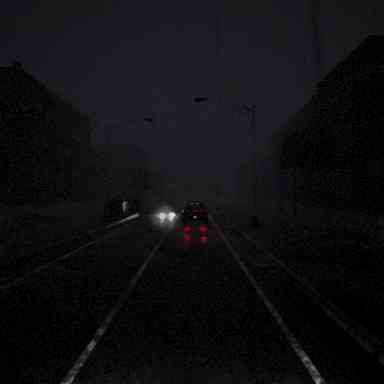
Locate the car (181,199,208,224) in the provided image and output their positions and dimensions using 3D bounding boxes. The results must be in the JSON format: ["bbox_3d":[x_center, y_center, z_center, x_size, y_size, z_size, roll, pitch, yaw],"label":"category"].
[{"bbox_3d":[0.224,1.539,25.265,2.128,1.511,4.902,0,0,0],"label":"car"}]

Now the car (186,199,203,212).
[{"bbox_3d":[0.312,1.635,42.948,2.128,1.511,4.902,0,0,0],"label":"car"}]

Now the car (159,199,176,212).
[{"bbox_3d":[-2.893,1.615,39.897,2.128,1.511,4.902,0,0,0],"label":"car"}]
